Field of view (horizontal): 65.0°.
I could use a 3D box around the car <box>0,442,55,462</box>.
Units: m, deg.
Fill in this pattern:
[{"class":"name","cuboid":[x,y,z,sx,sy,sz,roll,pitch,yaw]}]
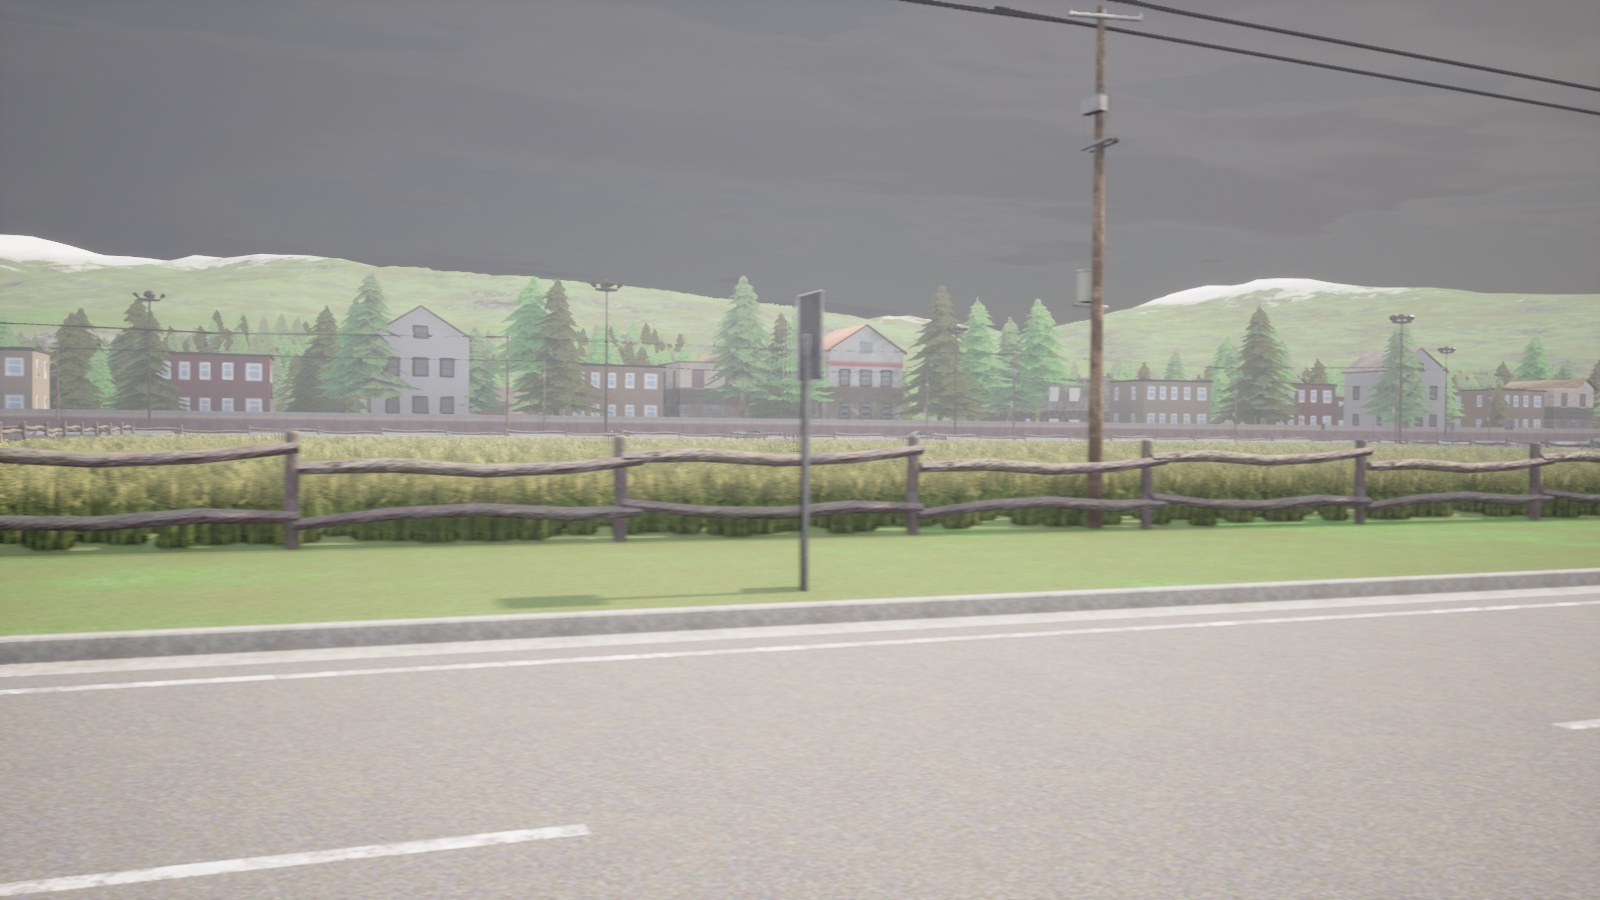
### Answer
[{"class":"car","cuboid":[-52.198,0.136,83.132,4.718,1.301,1.895,-1,1,-21]}]
